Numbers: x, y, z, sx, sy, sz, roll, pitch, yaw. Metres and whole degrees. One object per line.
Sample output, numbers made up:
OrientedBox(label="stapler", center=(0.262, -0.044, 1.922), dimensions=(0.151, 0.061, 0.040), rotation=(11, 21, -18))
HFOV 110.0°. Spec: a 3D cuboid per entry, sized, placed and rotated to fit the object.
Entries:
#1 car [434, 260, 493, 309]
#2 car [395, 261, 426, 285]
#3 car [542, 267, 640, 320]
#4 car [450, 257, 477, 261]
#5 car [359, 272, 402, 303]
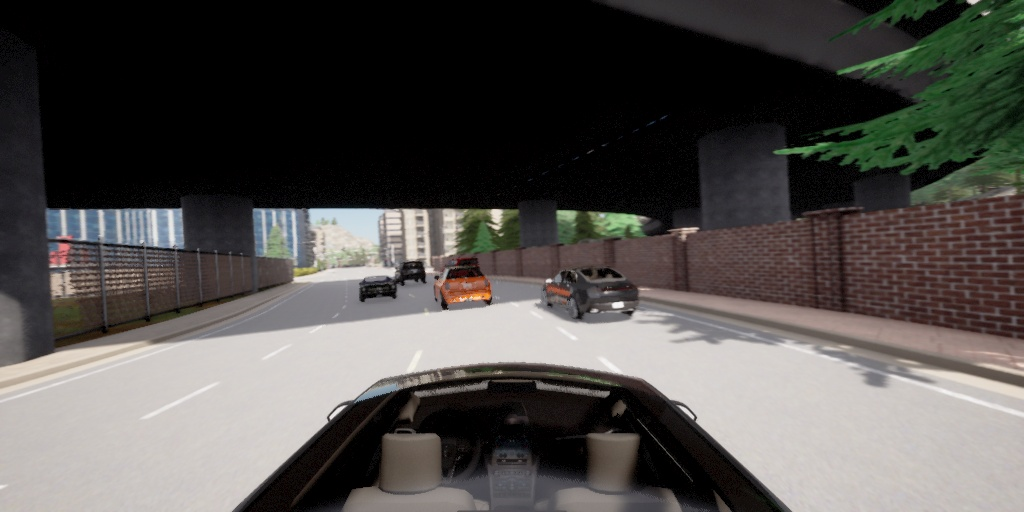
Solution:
OrientedBox(label="car", center=(-2.357, 1.229, 16.261), dimensions=(2.097, 1.767, 4.553), rotation=(-4, 0, -16))
OrientedBox(label="car", center=(-9.434, 1.506, 33.130), dimensions=(2.150, 2.045, 5.566), rotation=(-3, 0, -25))
OrientedBox(label="car", center=(2.380, 1.103, 12.035), dimensions=(1.837, 1.490, 4.892), rotation=(-3, 0, -11))
OrientedBox(label="car", center=(-4.286, 1.202, 30.279), dimensions=(2.150, 2.045, 5.566), rotation=(-3, 0, -24))
OrientedBox(label="car", center=(-7.699, 1.794, 20.542), dimensions=(1.895, 1.301, 4.718), rotation=(-3, 0, -22))
